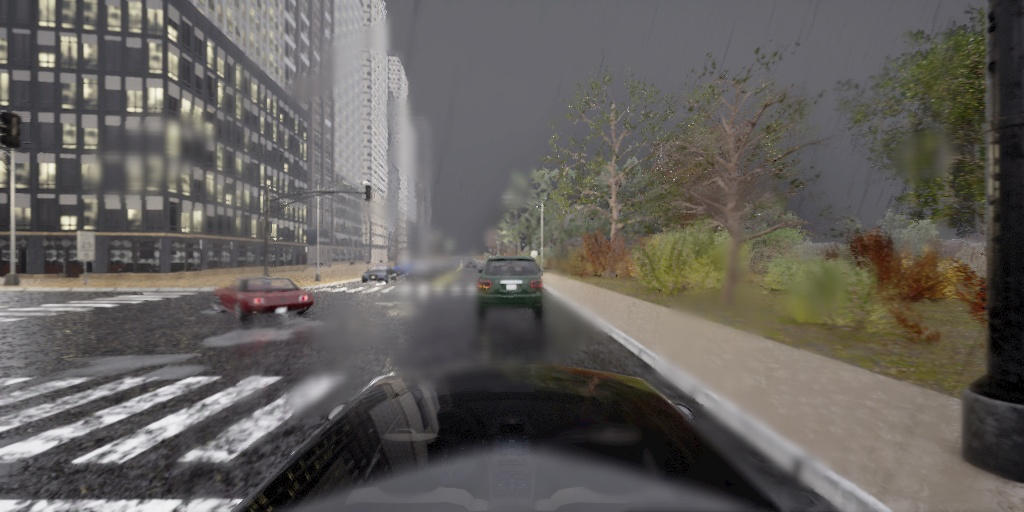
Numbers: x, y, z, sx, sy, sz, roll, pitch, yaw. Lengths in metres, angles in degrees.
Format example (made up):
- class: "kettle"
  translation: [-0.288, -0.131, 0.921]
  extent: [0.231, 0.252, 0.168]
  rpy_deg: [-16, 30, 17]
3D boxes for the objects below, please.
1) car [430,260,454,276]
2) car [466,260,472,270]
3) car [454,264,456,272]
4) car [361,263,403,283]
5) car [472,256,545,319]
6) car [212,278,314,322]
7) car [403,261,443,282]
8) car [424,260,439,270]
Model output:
- class: "car"
  translation: [-8.155, 1.466, 40.676]
  extent: [2.033, 1.411, 5.357]
  rpy_deg: [0, 0, -4]
- class: "car"
  translation: [-6.769, 1.489, 60.072]
  extent: [1.837, 1.490, 4.892]
  rpy_deg: [0, 0, -7]
- class: "car"
  translation: [-8.984, 1.518, 50.469]
  extent: [1.994, 1.385, 4.181]
  rpy_deg: [0, 0, -6]
- class: "car"
  translation: [-10.686, 1.443, 29.289]
  extent: [1.994, 1.385, 4.181]
  rpy_deg: [0, 0, -3]
- class: "car"
  translation: [-0.077, 1.023, 13.234]
  extent: [2.150, 2.045, 5.566]
  rpy_deg: [0, 0, -1]
- class: "car"
  translation: [-8.866, 1.409, 12.611]
  extent: [4.718, 1.301, 1.895]
  rpy_deg: [0, 0, 40]
- class: "car"
  translation: [-7.500, 1.428, 30.625]
  extent: [2.033, 1.411, 5.357]
  rpy_deg: [0, 0, -3]
- class: "car"
  translation: [-13.130, 1.465, 58.493]
  extent: [1.882, 1.535, 5.008]
  rpy_deg: [0, 0, -6]
